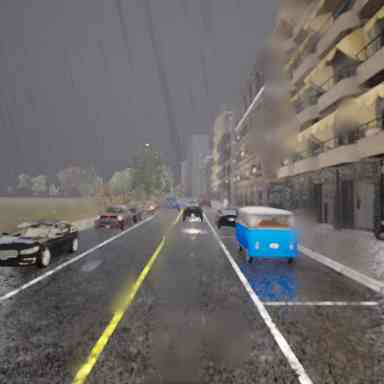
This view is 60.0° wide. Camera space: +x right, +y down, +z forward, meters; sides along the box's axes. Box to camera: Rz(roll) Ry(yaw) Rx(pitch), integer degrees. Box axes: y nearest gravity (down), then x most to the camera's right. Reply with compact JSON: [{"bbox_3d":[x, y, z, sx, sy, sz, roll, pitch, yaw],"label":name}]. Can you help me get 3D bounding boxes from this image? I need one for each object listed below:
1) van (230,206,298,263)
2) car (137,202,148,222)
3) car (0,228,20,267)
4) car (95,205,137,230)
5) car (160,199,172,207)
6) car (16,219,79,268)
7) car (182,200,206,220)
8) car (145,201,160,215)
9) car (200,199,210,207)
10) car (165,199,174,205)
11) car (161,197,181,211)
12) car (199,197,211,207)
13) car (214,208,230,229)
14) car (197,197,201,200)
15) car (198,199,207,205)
[{"bbox_3d":[2.574,1.465,12.249,1.690,1.788,3.998,1,-1,0],"label":"van"},{"bbox_3d":[-5.311,1.857,28.604,1.947,1.339,4.313,1,-1,0],"label":"car"},{"bbox_3d":[-5.307,1.613,5.990,2.008,1.369,4.403,1,-1,0],"label":"car"},{"bbox_3d":[-5.309,1.674,22.952,1.967,1.590,4.097,1,-1,0],"label":"car"},{"bbox_3d":[-5.317,2.250,68.180,2.008,1.369,4.403,1,-1,0],"label":"car"},{"bbox_3d":[-5.308,1.670,11.643,2.008,1.369,4.403,1,-1,0],"label":"car"},{"bbox_3d":[0.083,1.828,31.769,1.837,1.490,4.892,0,-1,0],"label":"car"},{"bbox_3d":[-5.311,1.847,39.913,1.967,1.590,4.097,1,-1,0],"label":"car"},{"bbox_3d":[2.563,2.250,68.854,1.887,1.381,4.507,1,-1,0],"label":"car"},{"bbox_3d":[-5.319,2.363,79.487,1.887,1.381,4.507,1,-1,0],"label":"car"},{"bbox_3d":[-2.841,1.718,48.700,2.150,2.045,5.566,0,-1,0],"label":"car"},{"bbox_3d":[2.566,1.961,63.196,2.192,1.841,5.009,1,-1,0],"label":"car"},{"bbox_3d":[2.570,1.805,23.568,1.947,1.339,4.313,1,-1,0],"label":"car"},{"bbox_3d":[-0.004,1.967,50.080,1.801,1.575,5.366,0,-1,0],"label":"car"},{"bbox_3d":[2.561,2.390,80.175,1.947,1.339,4.313,1,-1,0],"label":"car"}]
